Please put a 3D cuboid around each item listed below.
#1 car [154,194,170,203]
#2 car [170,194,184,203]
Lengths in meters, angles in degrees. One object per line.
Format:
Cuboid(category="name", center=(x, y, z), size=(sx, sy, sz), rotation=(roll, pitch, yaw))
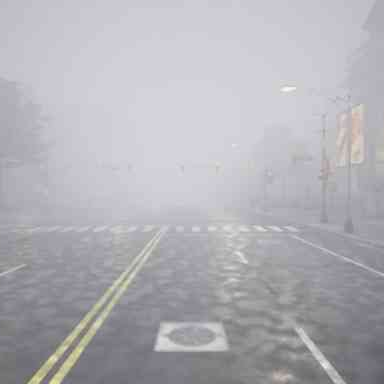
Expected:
Cuboid(category="car", center=(-7.009, 1.778, 78.234), size=(2.033, 1.411, 5.357), rotation=(0, 0, 0))
Cuboid(category="car", center=(-3.507, 1.743, 79.753), size=(1.837, 1.490, 4.892), rotation=(0, 0, 0))
